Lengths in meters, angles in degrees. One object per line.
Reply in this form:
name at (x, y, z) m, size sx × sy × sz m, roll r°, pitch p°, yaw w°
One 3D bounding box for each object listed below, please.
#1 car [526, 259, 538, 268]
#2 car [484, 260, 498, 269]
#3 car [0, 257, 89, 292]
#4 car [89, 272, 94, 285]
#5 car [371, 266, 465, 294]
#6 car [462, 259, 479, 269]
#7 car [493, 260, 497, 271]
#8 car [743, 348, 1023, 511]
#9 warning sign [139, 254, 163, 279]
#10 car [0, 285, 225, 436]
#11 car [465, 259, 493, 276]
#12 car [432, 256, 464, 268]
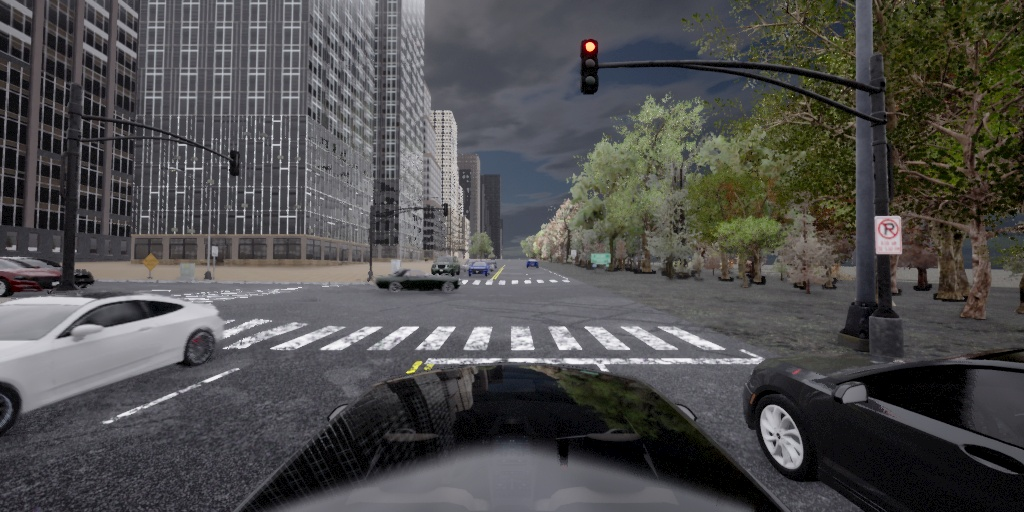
car at (3.397, 1.215, 61.283) m, size 1.882 × 1.535 × 5.008 m, roll 2°, pitch 0°, yaw 0°
car at (-3.330, 1.335, 57.759) m, size 2.033 × 1.411 × 5.357 m, roll 0°, pitch 0°, yaw 0°
car at (-19.915, 0.736, 13.581) m, size 5.008 × 1.535 × 1.882 m, roll 1°, pitch -2°, yaw -3°
car at (-22.592, 0.835, 16.665) m, size 4.892 × 1.490 × 1.837 m, roll 1°, pitch -2°, yaw -4°
car at (-5.368, 1.417, 20.289) m, size 4.718 × 1.301 × 1.895 m, roll 3°, pitch -1°, yaw -28°
car at (-6.577, 1.280, 57.805) m, size 2.128 × 1.511 × 4.902 m, roll 0°, pitch 0°, yaw 0°
car at (-3.342, 1.381, 46.419) m, size 1.895 × 1.301 × 4.718 m, roll 0°, pitch 0°, yaw 0°
car at (3.348, 1.248, 1.803) m, size 1.837 × 1.490 × 4.892 m, roll -1°, pitch 0°, yaw 0°
warning sign at (-26.156, 0.734, 25.896) m, size 1.060 × 1.860 × 1.300 m, roll 0°, pitch 0°, yaw -4°
car at (-6.472, 1.290, 5.182) m, size 1.812 × 1.442 × 4.674 m, roll 1°, pitch 0°, yaw -3°
car at (-3.339, 1.252, 37.094) m, size 1.882 × 1.535 × 5.008 m, roll 0°, pitch 0°, yaw 0°
car at (-6.595, 0.995, 36.238) m, size 2.150 × 2.045 × 5.566 m, roll 0°, pitch 0°, yaw 0°
